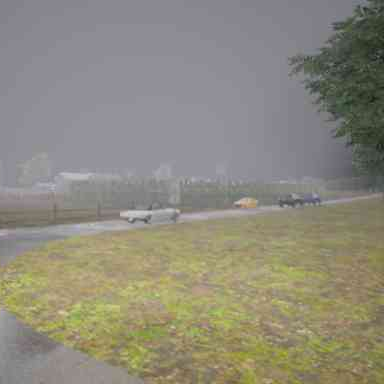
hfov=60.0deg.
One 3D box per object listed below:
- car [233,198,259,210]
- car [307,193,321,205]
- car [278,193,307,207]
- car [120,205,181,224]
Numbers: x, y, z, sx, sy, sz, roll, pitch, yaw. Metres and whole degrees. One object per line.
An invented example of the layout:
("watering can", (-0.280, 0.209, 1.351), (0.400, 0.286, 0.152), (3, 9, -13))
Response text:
("car", (7.048, 1.495, 43.330), (1.882, 1.535, 5.008), (-1, -1, 35))
("car", (20.670, 1.154, 57.820), (2.150, 2.045, 5.566), (-1, -1, 35))
("car", (14.572, 1.171, 49.042), (2.150, 2.045, 5.566), (-1, -1, 35))
("car", (-2.883, 1.564, 24.222), (1.895, 1.301, 4.718), (-1, -1, 35))
